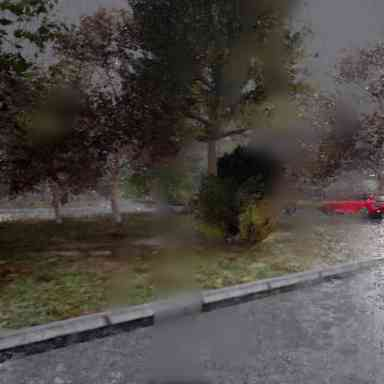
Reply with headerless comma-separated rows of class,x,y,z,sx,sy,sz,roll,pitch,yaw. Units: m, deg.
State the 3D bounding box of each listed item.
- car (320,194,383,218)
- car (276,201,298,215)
car,14.307,1.178,29.614,2.150,2.045,5.566,1,0,-36
car,7.404,1.345,31.164,4.902,1.511,2.128,1,0,33
